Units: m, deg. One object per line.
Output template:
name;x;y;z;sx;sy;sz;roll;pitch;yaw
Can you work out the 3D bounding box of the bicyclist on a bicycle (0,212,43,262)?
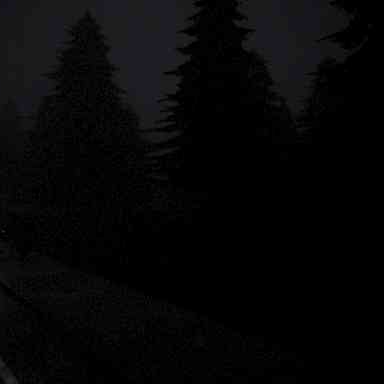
bicyclist on a bicycle;-5.854;1.491;11.198;1.656;1.620;0.582;2;-2;-43
